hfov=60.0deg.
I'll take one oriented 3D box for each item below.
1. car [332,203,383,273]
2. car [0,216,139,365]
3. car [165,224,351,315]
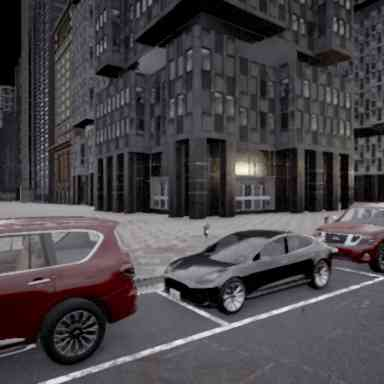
[{"bbox_3d":[6.041,1.311,10.848,5.009,1.841,2.192,0,0,-36],"label":"car"},{"bbox_3d":[-3.137,1.315,4.296,5.009,1.841,2.192,0,0,-36],"label":"car"},{"bbox_3d":[1.453,1.563,7.572,4.313,1.339,1.947,0,0,-36],"label":"car"}]
